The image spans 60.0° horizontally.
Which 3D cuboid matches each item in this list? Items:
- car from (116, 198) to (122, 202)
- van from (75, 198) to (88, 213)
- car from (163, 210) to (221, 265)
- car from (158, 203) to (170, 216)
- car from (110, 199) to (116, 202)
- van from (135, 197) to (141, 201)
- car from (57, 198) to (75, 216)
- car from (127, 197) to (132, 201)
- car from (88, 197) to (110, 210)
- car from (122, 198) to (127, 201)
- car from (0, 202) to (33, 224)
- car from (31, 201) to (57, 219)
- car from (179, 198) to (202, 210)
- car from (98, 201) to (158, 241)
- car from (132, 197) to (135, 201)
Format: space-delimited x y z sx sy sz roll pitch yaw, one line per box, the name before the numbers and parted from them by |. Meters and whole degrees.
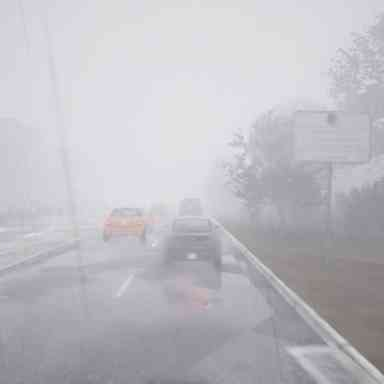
car | -16.020 2.229 66.237 2.231 1.521 4.892 0 -1 -1
van | -15.781 1.740 44.019 1.878 1.987 4.442 0 -1 -1
car | -0.004 1.650 12.197 1.837 1.490 4.892 0 0 0
car | -3.428 1.911 34.789 1.837 1.490 4.892 0 -1 0
car | -15.961 2.163 60.711 2.097 1.535 5.008 0 -1 -1
van | -16.316 2.329 93.864 1.878 1.987 4.442 0 -1 -1
car | -15.724 1.776 38.641 2.185 1.767 4.553 0 -1 -1
car | -16.138 2.234 77.313 2.185 1.767 4.553 0 -1 -1
car | -15.902 1.847 55.282 2.435 2.045 5.566 0 -1 -1
car | -16.079 2.168 71.788 2.185 1.767 4.553 0 -1 -1
car | -15.606 1.812 27.687 2.002 1.452 4.674 0 -1 -1
car | -15.664 1.711 33.117 2.185 1.767 4.553 0 -1 -1
car | -0.171 1.618 34.018 2.150 2.045 5.566 0 -1 0
car | -3.292 1.563 18.079 2.097 1.767 4.553 0 -1 0
car | -16.199 2.466 82.931 2.002 1.452 4.674 0 -1 -1
